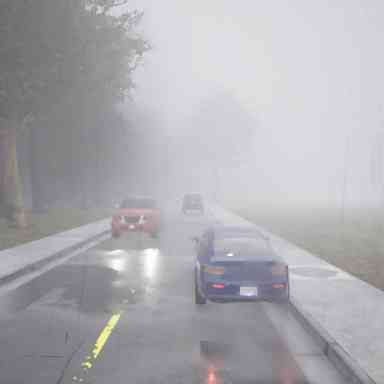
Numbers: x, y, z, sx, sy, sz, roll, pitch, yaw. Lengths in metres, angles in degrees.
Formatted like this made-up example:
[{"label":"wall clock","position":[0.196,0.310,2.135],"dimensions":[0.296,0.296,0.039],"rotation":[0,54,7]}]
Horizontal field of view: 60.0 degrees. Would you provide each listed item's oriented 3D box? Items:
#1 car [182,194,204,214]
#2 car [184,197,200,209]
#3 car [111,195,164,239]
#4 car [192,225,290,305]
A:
[{"label":"car","position":[0.116,1.222,35.902],"dimensions":[2.150,2.045,5.566],"rotation":[0,0,0]},{"label":"car","position":[0.087,1.493,46.478],"dimensions":[2.128,1.511,4.902],"rotation":[0,0,1]},{"label":"car","position":[-2.728,1.222,17.835],"dimensions":[2.150,2.045,5.566],"rotation":[0,0,0]},{"label":"car","position":[0.973,1.526,7.978],"dimensions":[1.812,1.442,4.674],"rotation":[0,0,0]}]
